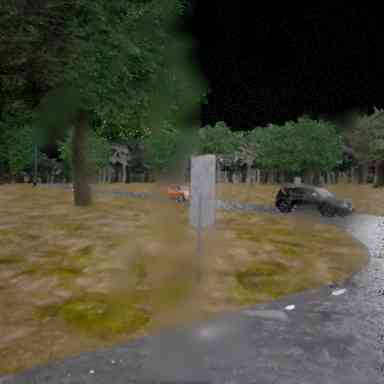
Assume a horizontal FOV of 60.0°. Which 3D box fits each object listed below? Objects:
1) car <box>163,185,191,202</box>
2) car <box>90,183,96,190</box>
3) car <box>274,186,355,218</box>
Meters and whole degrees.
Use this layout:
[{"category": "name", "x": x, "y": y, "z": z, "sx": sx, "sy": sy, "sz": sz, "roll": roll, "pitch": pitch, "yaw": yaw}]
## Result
[{"category": "car", "x": -1.151, "y": 0.052, "z": 35.636, "sx": 2.097, "sy": 1.767, "sz": 4.553, "roll": 2, "pitch": 1, "yaw": -38}, {"category": "car", "x": -18.318, "y": -1.042, "z": 57.606, "sx": 1.895, "sy": 1.301, "sz": 4.718, "roll": 2, "pitch": 1, "yaw": -36}, {"category": "car", "x": 8.459, "y": 0.624, "z": 23.434, "sx": 2.150, "sy": 2.045, "sz": 5.566, "roll": 2, "pitch": 1, "yaw": -38}]
